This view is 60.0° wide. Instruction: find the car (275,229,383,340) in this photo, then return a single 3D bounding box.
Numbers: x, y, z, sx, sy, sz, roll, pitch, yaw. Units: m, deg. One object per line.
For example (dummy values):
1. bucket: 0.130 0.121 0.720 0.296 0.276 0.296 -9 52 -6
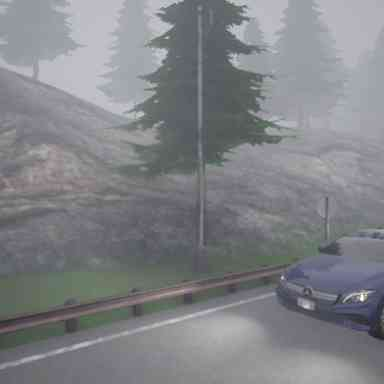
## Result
1. car: 3.708 1.509 6.623 4.674 1.442 1.812 0 0 -35
